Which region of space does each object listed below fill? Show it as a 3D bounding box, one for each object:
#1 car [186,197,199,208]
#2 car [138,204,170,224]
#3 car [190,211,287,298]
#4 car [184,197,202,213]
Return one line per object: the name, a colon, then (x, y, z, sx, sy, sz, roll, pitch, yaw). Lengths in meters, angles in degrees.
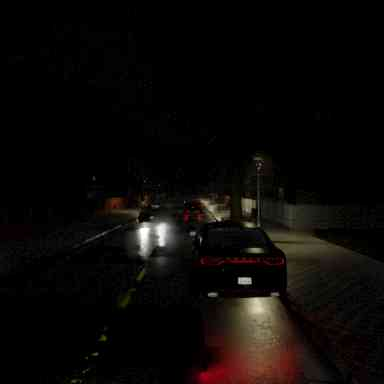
car: (0.050, 1.495, 47.194, 1.812, 1.442, 4.674, 0, 0, 0)
car: (-2.724, 1.556, 24.630, 1.994, 1.385, 4.181, 0, 0, 0)
car: (0.971, 1.476, 8.574, 1.882, 1.535, 5.008, 0, 0, 0)
car: (0.116, 1.460, 37.033, 1.882, 1.535, 5.008, 0, 0, 1)
